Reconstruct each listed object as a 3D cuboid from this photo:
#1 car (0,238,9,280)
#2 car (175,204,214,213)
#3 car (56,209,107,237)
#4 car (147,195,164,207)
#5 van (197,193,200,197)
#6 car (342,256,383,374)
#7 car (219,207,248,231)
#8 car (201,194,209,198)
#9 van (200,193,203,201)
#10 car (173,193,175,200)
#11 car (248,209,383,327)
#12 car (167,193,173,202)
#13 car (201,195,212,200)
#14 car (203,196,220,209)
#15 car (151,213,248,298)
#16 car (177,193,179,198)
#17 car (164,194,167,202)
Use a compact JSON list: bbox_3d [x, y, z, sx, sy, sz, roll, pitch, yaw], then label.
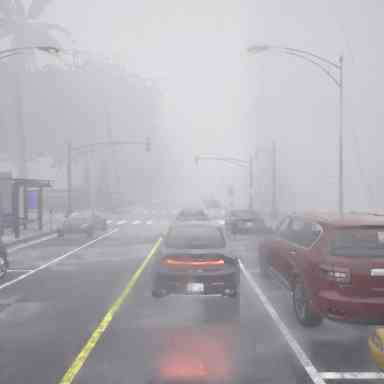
[{"bbox_3d":[-5.761,1.442,6.977,1.967,1.590,4.097,0,0,0],"label":"car"},{"bbox_3d":[0.016,1.566,18.563,1.994,1.385,4.181,0,0,0],"label":"car"},{"bbox_3d":[-5.752,1.584,17.829,1.802,1.307,4.206,0,0,0],"label":"car"},{"bbox_3d":[-5.726,1.545,49.688,2.008,1.369,4.403,0,0,0],"label":"car"},{"bbox_3d":[2.824,1.309,82.184,1.690,1.788,3.998,0,0,0],"label":"van"},{"bbox_3d":[2.761,1.526,1.699,1.752,1.417,4.829,0,0,0],"label":"car"},{"bbox_3d":[2.774,1.568,17.805,1.947,1.339,4.313,0,0,0],"label":"car"},{"bbox_3d":[2.804,1.517,55.252,1.752,1.417,4.829,0,0,0],"label":"car"},{"bbox_3d":[2.807,1.329,60.502,1.690,1.788,3.998,0,0,0],"label":"van"},{"bbox_3d":[-5.706,1.289,76.790,2.192,1.841,5.009,0,0,0],"label":"car"},{"bbox_3d":[2.764,1.316,6.954,2.192,1.841,5.009,0,0,0],"label":"car"},{"bbox_3d":[-5.709,1.419,71.369,1.967,1.590,4.097,0,0,0],"label":"car"},{"bbox_3d":[2.799,1.560,49.662,1.947,1.339,4.313,0,0,0],"label":"car"},{"bbox_3d":[2.795,1.562,44.241,1.947,1.339,4.313,0,0,0],"label":"car"},{"bbox_3d":[0.082,1.507,8.535,1.837,1.490,4.892,0,0,0],"label":"car"},{"bbox_3d":[-5.693,1.269,93.051,2.192,1.841,5.009,0,0,0],"label":"car"},{"bbox_3d":[-5.722,1.432,55.108,1.967,1.590,4.097,0,0,0],"label":"car"}]
